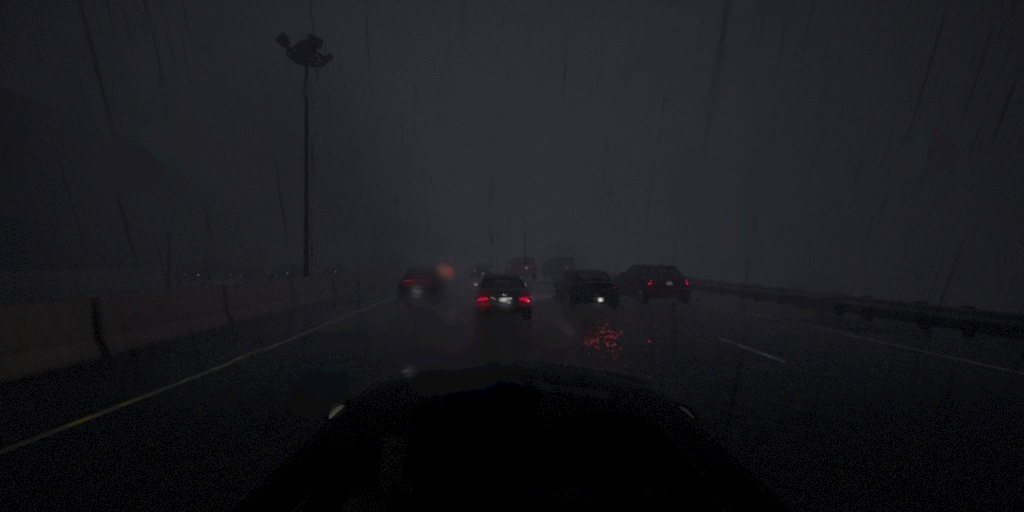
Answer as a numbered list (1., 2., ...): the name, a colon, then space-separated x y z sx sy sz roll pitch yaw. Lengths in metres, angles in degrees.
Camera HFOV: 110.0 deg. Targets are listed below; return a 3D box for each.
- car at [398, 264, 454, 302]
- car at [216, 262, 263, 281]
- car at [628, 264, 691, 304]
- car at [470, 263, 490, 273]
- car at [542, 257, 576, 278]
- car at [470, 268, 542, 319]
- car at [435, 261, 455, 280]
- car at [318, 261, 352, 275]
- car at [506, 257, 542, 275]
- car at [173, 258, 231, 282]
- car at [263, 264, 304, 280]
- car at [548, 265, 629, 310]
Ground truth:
1. car: -4.259 1.322 17.693 2.128 1.511 4.902 0 0 -5
2. car: -24.197 1.502 32.489 1.994 1.385 4.181 0 0 -11
3. car: 6.330 1.157 16.897 2.097 1.767 4.553 0 0 -5
4. car: -3.031 1.429 34.602 1.812 1.442 4.674 0 0 -10
5. car: 4.290 1.105 33.458 2.150 2.045 5.566 0 0 -10
6. car: -0.370 1.349 13.036 2.033 1.411 5.357 0 0 -3
7. car: -6.330 1.256 33.095 2.097 1.767 4.553 0 0 -10
8. car: -17.667 1.464 35.626 1.812 1.442 4.674 0 0 -12
9. car: 0.784 1.111 33.176 2.150 2.045 5.566 0 0 -10
10. car: -27.733 1.166 32.508 2.150 2.045 5.566 0 0 -11
11. car: -20.772 1.460 33.272 1.812 1.442 4.674 0 0 -11
12. car: 2.968 1.309 15.145 1.837 1.490 4.892 0 0 -4
